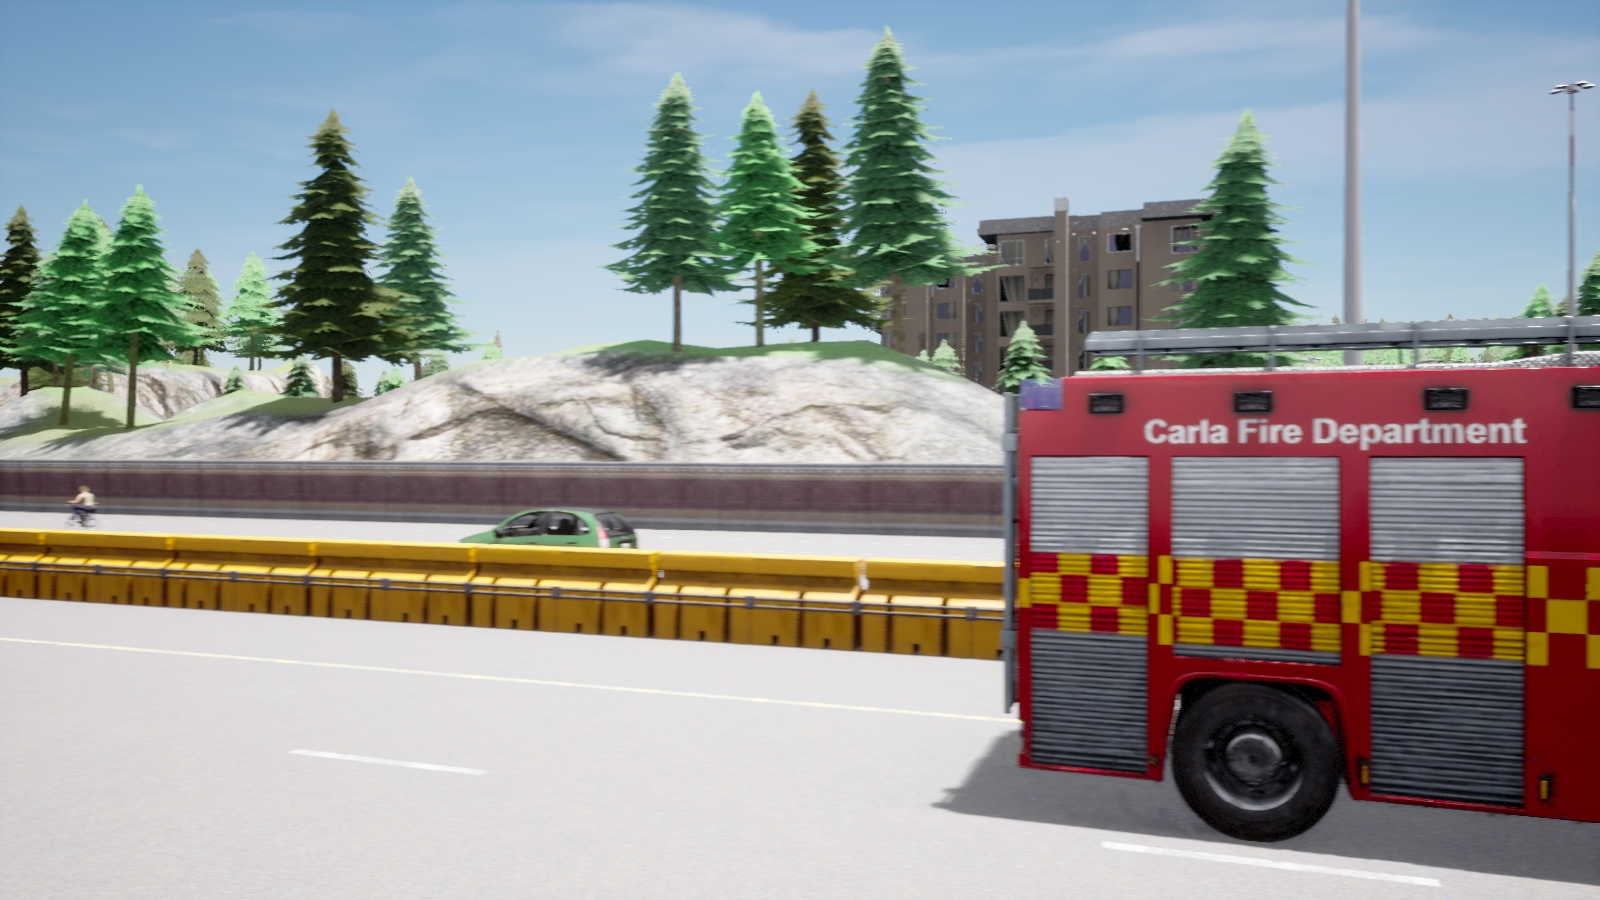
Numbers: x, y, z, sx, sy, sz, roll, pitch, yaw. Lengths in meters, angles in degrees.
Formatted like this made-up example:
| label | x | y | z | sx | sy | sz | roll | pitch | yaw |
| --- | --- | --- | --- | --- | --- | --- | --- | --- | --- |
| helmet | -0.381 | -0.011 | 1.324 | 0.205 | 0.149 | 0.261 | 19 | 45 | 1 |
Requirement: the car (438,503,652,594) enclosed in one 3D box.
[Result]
| label | x | y | z | sx | sy | sz | roll | pitch | yaw |
| --- | --- | --- | --- | --- | --- | --- | --- | --- | --- |
| car | -5.305 | 1.991 | 23.844 | 3.988 | 1.617 | 1.851 | 0 | 0 | 20 |

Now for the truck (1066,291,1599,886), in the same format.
| label | x | y | z | sx | sy | sz | roll | pitch | yaw |
| --- | --- | --- | --- | --- | --- | --- | --- | --- | --- |
| truck | 6.456 | 0.891 | 8.412 | 8.468 | 3.827 | 2.891 | 0 | 0 | 20 |
